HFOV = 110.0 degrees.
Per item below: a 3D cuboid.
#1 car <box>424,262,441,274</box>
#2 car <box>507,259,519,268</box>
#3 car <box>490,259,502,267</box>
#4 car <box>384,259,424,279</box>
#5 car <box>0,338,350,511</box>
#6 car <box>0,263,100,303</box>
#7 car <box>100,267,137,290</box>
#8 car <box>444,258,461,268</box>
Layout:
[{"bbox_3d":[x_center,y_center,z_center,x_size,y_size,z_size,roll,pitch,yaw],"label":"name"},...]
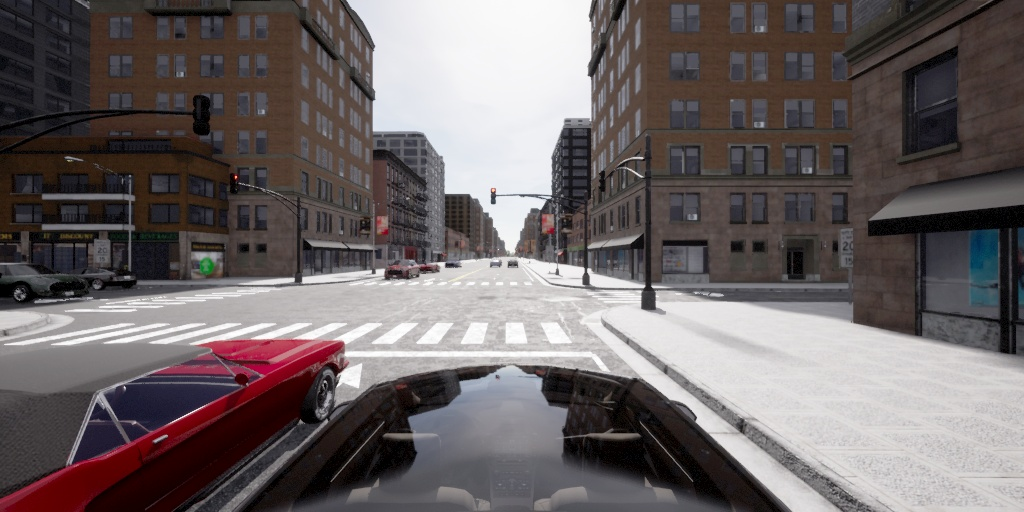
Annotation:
[{"bbox_3d":[-9.746,1.349,42.089,1.895,1.301,4.718,0,0,0],"label":"car"},{"bbox_3d":[0.157,1.249,62.178,1.837,1.490,4.892,0,0,0],"label":"car"},{"bbox_3d":[-2.988,1.291,64.133,2.033,1.411,5.357,0,0,0],"label":"car"},{"bbox_3d":[-9.771,1.103,32.154,2.097,1.767,4.553,0,0,0],"label":"car"},{"bbox_3d":[-3.157,1.351,2.816,1.895,1.301,4.718,0,0,0],"label":"car"},{"bbox_3d":[-22.165,1.096,16.172,4.553,1.767,2.097,0,0,0],"label":"car"},{"bbox_3d":[-25.325,1.330,21.680,4.313,1.339,1.948,0,0,0],"label":"car"},{"bbox_3d":[-9.678,1.096,58.717,2.097,1.767,4.553,0,0,0],"label":"car"}]
